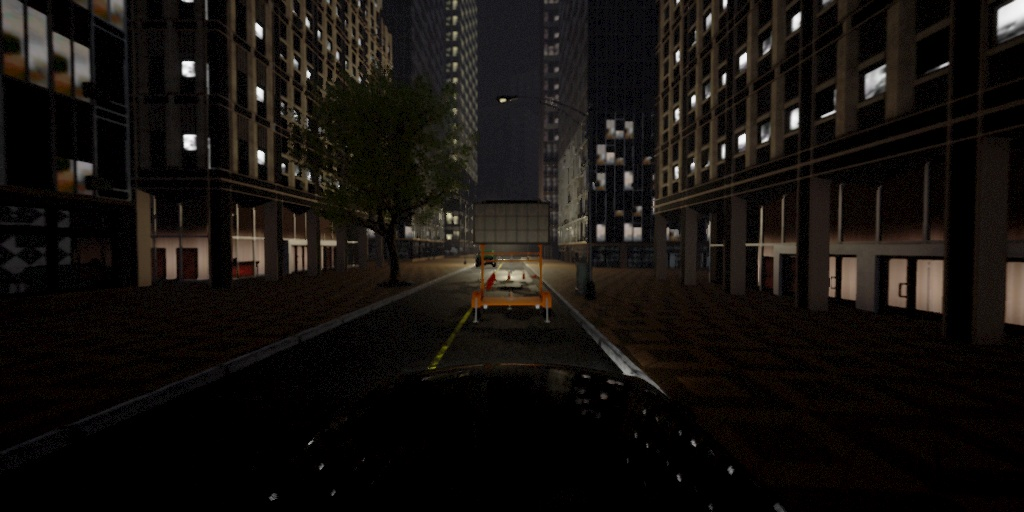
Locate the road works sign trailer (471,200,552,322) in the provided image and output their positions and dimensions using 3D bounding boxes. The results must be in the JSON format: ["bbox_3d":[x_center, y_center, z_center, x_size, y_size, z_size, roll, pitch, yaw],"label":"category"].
[{"bbox_3d":[-0.014,0.033,11.411,2.380,3.560,2.880,0,0,0],"label":"road works sign trailer"}]

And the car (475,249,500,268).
[{"bbox_3d":[-2.895,0.272,40.801,2.150,2.045,5.566,0,1,0],"label":"car"}]
